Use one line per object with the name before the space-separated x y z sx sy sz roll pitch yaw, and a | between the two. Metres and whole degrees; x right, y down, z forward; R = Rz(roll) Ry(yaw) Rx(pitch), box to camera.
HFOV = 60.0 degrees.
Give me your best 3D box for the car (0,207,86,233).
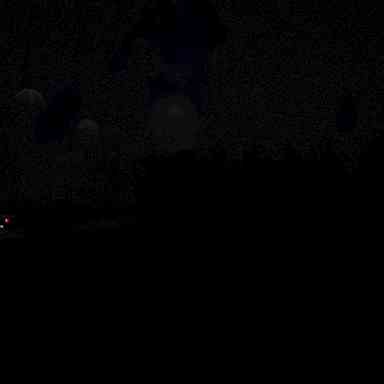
car | -8.501 1.504 19.033 1.895 1.301 4.718 2 1 36
